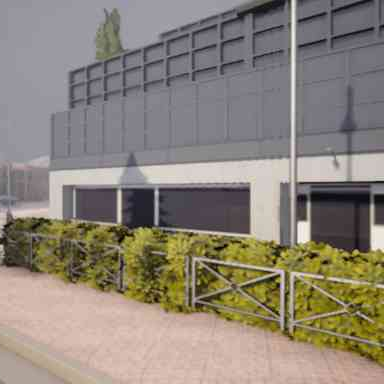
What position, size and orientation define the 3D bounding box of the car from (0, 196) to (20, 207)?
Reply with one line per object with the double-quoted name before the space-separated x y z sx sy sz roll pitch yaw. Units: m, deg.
"car" -26.468 1.303 46.780 1.837 1.490 4.892 0 0 15
